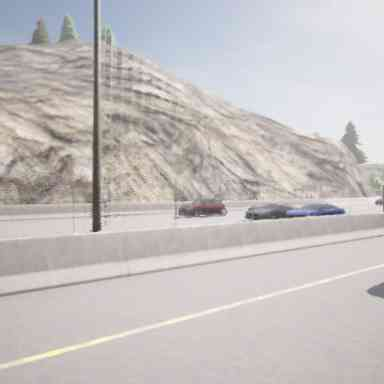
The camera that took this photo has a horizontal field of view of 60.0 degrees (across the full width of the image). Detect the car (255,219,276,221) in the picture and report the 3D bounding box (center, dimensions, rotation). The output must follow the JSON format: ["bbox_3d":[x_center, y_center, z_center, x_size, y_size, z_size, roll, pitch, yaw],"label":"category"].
[{"bbox_3d":[6.582,1.550,25.879,5.357,1.411,2.033,0,0,-36],"label":"car"}]

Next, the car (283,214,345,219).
[{"bbox_3d":[8.572,1.480,23.009,5.008,1.535,1.882,0,0,-36],"label":"car"}]
